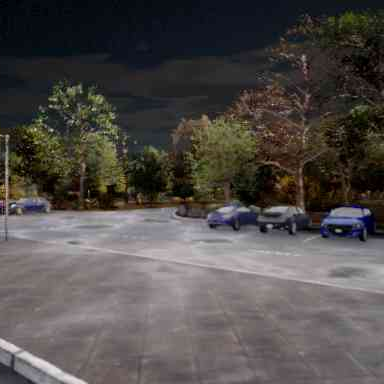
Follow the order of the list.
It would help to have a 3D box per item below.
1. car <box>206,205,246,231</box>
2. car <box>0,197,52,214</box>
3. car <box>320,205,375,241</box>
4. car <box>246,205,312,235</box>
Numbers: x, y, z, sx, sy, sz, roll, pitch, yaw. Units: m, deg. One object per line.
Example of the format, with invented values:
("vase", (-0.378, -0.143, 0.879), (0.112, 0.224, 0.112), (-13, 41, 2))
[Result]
("car", (2.644, 1.503, 20.656), (2.002, 1.452, 4.674), (0, 0, 36))
("car", (-17.143, 1.358, 34.824), (2.185, 1.767, 4.553), (0, 0, 35))
("car", (7.979, 1.457, 16.858), (2.097, 1.535, 5.008), (0, 0, 36))
("car", (5.308, 1.461, 18.750), (2.231, 1.521, 4.892), (0, 0, 36))
